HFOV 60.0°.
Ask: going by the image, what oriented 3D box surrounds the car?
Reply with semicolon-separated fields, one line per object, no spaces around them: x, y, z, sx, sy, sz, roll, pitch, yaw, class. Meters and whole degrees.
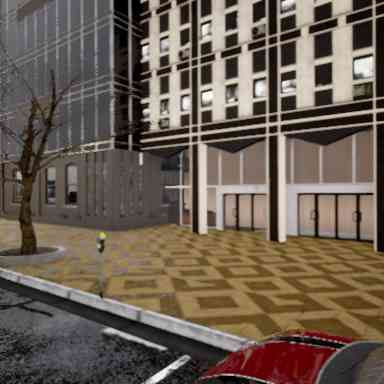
1.715;1.444;1.661;4.097;1.590;1.967;0;0;36;car
